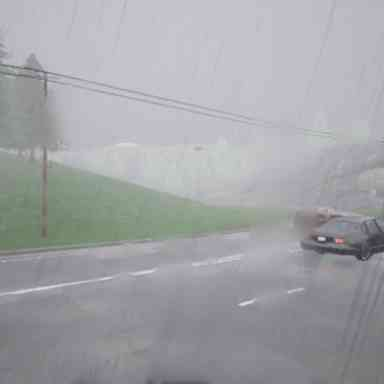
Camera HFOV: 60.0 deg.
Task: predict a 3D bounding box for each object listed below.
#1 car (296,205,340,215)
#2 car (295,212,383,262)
[{"bbox_3d":[8.290,1.610,21.517,1.882,1.535,5.008,0,0,36],"label":"car"},{"bbox_3d":[6.381,1.634,12.595,5.357,1.411,2.033,0,0,-35],"label":"car"}]
